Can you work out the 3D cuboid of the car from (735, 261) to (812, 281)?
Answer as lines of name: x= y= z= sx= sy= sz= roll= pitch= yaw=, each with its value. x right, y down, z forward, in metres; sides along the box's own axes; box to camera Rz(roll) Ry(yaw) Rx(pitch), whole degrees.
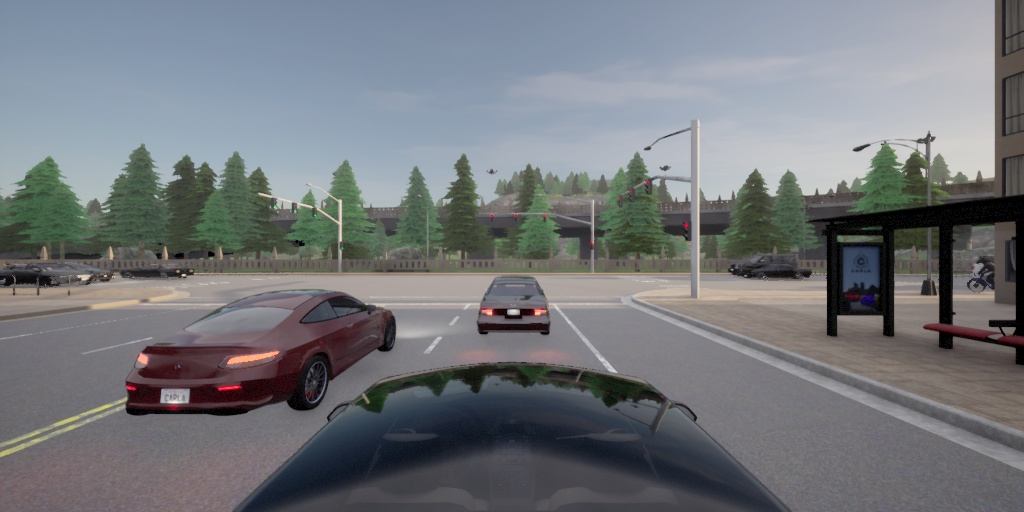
car: x=21.190 y=1.294 z=29.037 sx=4.718 sy=1.301 sz=1.895 roll=0 pitch=0 yaw=1

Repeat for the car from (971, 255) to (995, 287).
car: x=31.326 y=0.915 z=21.378 sx=5.566 sy=2.045 sz=2.150 roll=0 pitch=0 yaw=7

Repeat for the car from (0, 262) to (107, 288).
car: x=-29.208 y=1.183 z=22.413 sx=4.902 sy=1.511 sz=2.128 roll=0 pitch=0 yaw=-1

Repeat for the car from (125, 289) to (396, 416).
car: x=-3.448 y=1.276 z=5.987 sx=1.812 sy=1.442 sz=4.674 roll=0 pitch=0 yaw=0

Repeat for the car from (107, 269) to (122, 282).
car: x=-31.832 y=1.198 z=25.959 sx=4.892 sy=1.490 sz=1.837 roll=0 pitch=0 yaw=1

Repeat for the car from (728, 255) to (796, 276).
car: x=22.777 y=0.914 z=32.489 sx=5.566 sy=2.045 sz=2.150 roll=0 pitch=0 yaw=2

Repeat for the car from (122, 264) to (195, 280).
car: x=-29.331 y=1.294 z=29.669 sx=4.718 sy=1.301 sz=1.895 roll=0 pitch=0 yaw=1

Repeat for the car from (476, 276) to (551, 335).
car: x=0.086 y=1.297 z=10.483 sx=2.033 sy=1.411 sz=5.357 roll=0 pitch=0 yaw=1

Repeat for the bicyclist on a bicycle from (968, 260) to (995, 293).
bicyclist on a bicycle: x=22.752 y=0.995 z=17.082 sx=0.582 sy=1.620 sz=1.656 roll=0 pitch=0 yaw=1
